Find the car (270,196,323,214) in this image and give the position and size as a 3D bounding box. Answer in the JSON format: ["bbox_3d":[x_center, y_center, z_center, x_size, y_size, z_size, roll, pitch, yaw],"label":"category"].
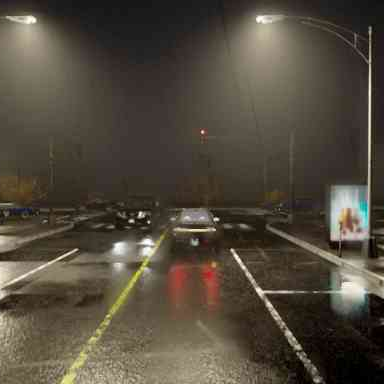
[{"bbox_3d":[10.693,1.234,33.576,4.553,1.767,2.097,0,1,1],"label":"car"}]

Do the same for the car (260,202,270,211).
[{"bbox_3d":[10.293,1.390,36.834,5.357,1.411,2.033,0,1,1],"label":"car"}]

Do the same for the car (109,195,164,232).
[{"bbox_3d":[-3.081,1.209,20.628,2.150,2.045,5.566,-1,0,4],"label":"car"}]

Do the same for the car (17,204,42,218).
[{"bbox_3d":[-16.335,1.702,30.415,4.718,1.301,1.895,0,1,1],"label":"car"}]

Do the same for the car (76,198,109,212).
[{"bbox_3d":[-10.425,1.467,37.051,4.902,1.511,2.128,0,1,1],"label":"car"}]

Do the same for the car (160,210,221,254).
[{"bbox_3d":[0.111,1.483,13.419,2.128,1.511,4.902,0,0,1],"label":"car"}]

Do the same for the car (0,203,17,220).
[{"bbox_3d":[-17.493,1.642,27.187,4.902,1.511,2.128,0,1,2],"label":"car"}]
